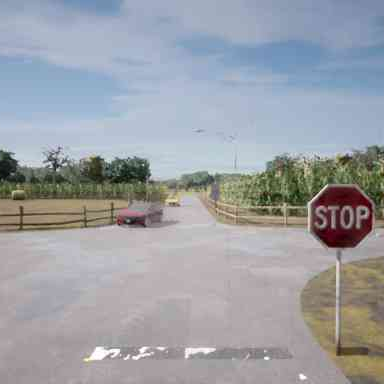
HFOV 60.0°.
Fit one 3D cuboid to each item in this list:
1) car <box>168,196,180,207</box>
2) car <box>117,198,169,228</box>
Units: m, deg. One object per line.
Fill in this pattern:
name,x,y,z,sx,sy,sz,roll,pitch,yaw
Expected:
car,-2.785,1.346,48.528,1.882,1.535,5.008,0,1,0
car,-3.307,1.459,22.413,1.882,1.535,5.008,1,1,12
